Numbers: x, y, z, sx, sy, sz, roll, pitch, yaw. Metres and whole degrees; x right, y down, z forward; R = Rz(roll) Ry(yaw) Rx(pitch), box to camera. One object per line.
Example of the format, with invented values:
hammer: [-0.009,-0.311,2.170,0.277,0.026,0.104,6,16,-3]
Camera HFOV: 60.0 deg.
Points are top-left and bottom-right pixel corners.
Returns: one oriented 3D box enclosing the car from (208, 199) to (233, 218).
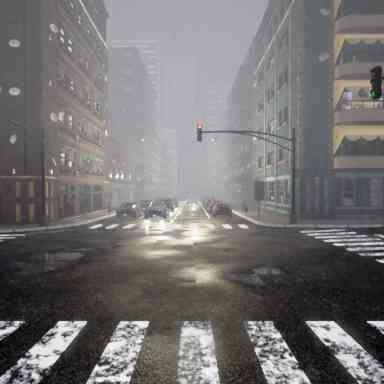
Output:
car: [2.707,1.584,30.299,1.802,1.307,4.206,0,0,0]

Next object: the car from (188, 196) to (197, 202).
car: [0.052,1.451,69.792,1.895,1.301,4.718,0,0,0]

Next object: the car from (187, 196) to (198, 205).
car: [0.044,1.542,59.757,1.812,1.442,4.674,0,0,0]

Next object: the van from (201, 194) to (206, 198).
van: [2.721,1.353,52.393,1.690,1.788,3.998,0,0,0]

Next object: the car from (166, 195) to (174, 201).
car: [-5.635,1.561,85.382,1.752,1.417,4.829,0,0,0]

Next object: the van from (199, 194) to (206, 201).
van: [2.745,1.377,85.534,1.690,1.788,3.998,-1,0,0]

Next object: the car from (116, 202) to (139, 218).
car: [-5.674,1.568,30.317,1.947,1.339,4.313,0,0,0]

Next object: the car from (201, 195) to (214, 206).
car: [2.719,1.554,46.869,1.887,1.381,4.507,0,0,0]

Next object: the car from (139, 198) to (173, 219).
car: [-3.079,1.549,29.823,2.033,1.411,5.357,0,0,0]

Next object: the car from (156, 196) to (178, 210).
car: [-3.068,1.510,39.941,1.837,1.490,4.892,0,0,0]

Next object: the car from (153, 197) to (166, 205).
car: [-5.654,1.560,57.935,1.887,1.381,4.507,0,0,0]

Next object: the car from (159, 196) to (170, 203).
car: [-5.646,1.604,68.982,1.802,1.307,4.206,0,0,0]

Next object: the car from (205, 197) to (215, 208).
car: [2.711,1.570,35.822,1.947,1.339,4.313,0,0,0]

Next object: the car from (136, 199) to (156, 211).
car: [-5.666,1.572,41.364,1.947,1.339,4.313,0,0,0]
